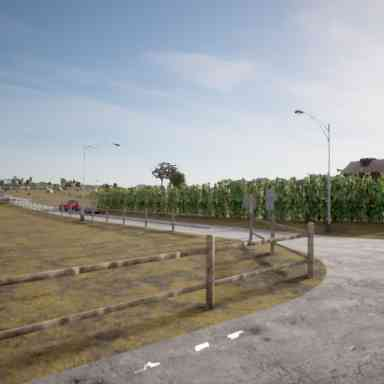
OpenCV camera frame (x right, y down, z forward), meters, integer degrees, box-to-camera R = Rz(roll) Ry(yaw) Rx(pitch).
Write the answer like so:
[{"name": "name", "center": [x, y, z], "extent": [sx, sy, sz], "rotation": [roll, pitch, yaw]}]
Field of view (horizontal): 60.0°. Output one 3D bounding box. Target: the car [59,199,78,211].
[{"name": "car", "center": [-21.393, 2.261, 57.881], "extent": [2.150, 2.045, 5.566], "rotation": [3, -1, -36]}]

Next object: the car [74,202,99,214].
[{"name": "car", "center": [-15.528, 2.589, 49.769], "extent": [1.994, 1.385, 4.181], "rotation": [3, -2, -36]}]
